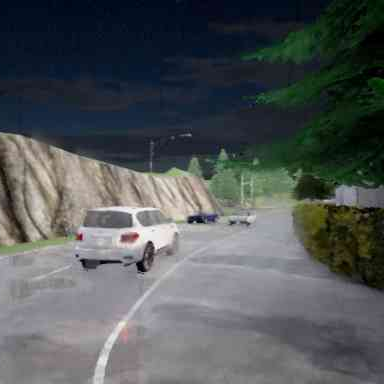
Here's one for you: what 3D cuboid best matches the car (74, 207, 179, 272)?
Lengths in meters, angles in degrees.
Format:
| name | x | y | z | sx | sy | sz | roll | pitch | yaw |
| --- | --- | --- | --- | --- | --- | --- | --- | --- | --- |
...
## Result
| name | x | y | z | sx | sy | sz | roll | pitch | yaw |
| --- | --- | --- | --- | --- | --- | --- | --- | --- | --- |
| car | -2.084 | 1.545 | 12.193 | 2.150 | 2.045 | 5.566 | 0 | -1 | 12 |

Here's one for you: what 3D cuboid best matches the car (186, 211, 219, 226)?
| name | x | y | z | sx | sy | sz | roll | pitch | yaw |
| --- | --- | --- | --- | --- | --- | --- | --- | --- | --- |
| car | 1.070 | 2.486 | 32.268 | 1.895 | 1.301 | 4.718 | 0 | -2 | 21 |

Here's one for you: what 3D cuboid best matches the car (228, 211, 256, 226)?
| name | x | y | z | sx | sy | sz | roll | pitch | yaw |
| --- | --- | --- | --- | --- | --- | --- | --- | --- | --- |
| car | 4.954 | 2.504 | 32.045 | 1.895 | 1.301 | 4.718 | 0 | -2 | 21 |
